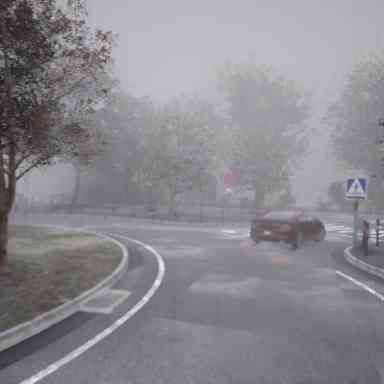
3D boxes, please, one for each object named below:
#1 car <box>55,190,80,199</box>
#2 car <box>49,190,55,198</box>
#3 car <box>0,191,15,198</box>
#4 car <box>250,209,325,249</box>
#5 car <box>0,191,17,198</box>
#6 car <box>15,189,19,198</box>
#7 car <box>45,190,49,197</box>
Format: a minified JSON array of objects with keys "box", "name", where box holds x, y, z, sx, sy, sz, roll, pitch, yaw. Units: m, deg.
[{"box":[-27.569,0.809,74.808,4.553,1.767,2.185,2,0,-31],"name":"car"},{"box":[-30.540,0.641,79.765,5.566,2.045,2.435,2,0,-31],"name":"car"},{"box":[-45.559,0.541,80.303,4.674,1.452,2.002,2,0,-31],"name":"car"},{"box":[4.423,1.518,14.948,1.882,1.535,5.008,2,-1,37],"name":"car"},{"box":[-42.624,0.557,75.475,5.008,1.535,2.097,2,0,-31],"name":"car"},{"box":[-39.699,0.357,70.635,5.566,2.045,2.435,2,0,-31],"name":"car"},{"box":[-34.868,0.812,86.904,4.892,1.521,2.231,2,0,-31],"name":"car"}]
